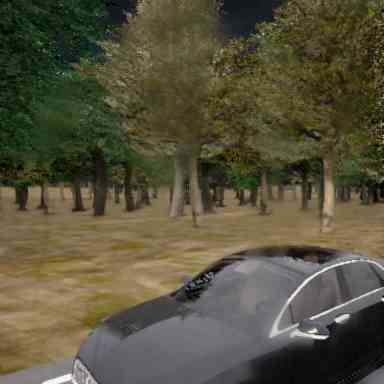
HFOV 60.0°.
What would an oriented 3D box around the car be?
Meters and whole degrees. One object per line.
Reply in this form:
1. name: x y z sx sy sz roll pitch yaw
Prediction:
1. car: 1.076 1.505 4.145 4.892 1.490 1.837 0 0 -35
